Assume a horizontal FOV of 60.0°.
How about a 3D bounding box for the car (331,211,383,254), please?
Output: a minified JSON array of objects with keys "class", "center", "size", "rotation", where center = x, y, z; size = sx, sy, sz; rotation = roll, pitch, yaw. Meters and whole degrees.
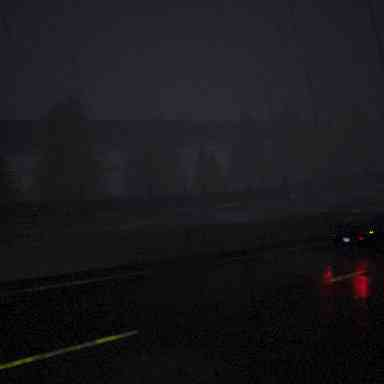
[{"class":"car","center":[7.460,1.477,13.365],"size":[4.674,1.442,1.812],"rotation":[-2,1,-35]}]
